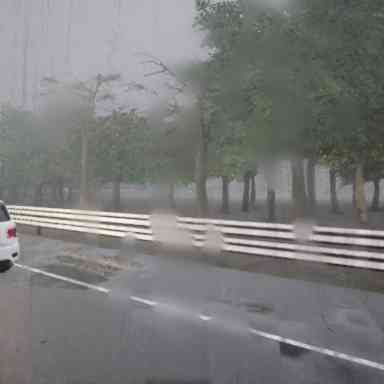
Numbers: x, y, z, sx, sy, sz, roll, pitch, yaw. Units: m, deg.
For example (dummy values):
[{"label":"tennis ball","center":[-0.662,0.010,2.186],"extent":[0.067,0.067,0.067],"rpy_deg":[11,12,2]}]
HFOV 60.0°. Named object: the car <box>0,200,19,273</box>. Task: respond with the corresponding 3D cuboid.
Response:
[{"label":"car","center":[-6.934,1.145,9.184],"extent":[5.566,2.045,2.150],"rpy_deg":[1,0,37]}]
